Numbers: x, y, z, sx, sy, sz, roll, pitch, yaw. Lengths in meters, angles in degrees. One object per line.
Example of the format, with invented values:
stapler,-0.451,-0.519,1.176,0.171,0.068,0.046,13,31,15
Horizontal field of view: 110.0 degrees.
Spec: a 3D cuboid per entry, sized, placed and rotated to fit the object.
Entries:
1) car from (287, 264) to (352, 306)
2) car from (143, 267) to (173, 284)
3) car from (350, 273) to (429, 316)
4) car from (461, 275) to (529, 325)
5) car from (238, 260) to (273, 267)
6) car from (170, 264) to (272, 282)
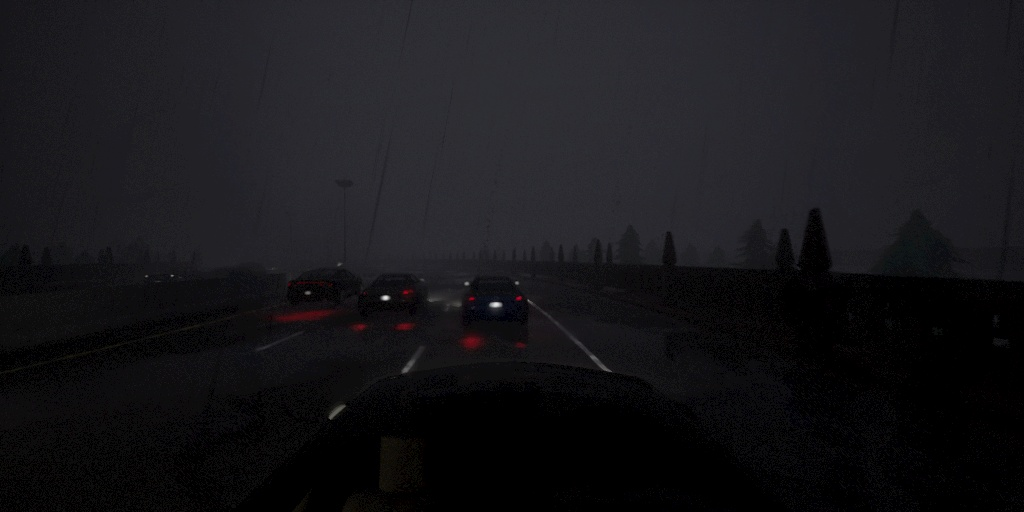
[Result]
car,-8.204,1.275,16.223,1.882,1.535,5.008,0,0,-8
car,-25.166,1.470,26.971,1.895,1.301,4.718,0,0,-18
car,-4.363,1.345,13.702,1.994,1.385,4.181,0,0,-7
car,-0.648,1.330,11.959,1.994,1.385,4.181,0,0,-6
car,-23.046,1.373,31.520,1.837,1.490,4.892,0,0,-20
car,-16.202,1.377,20.426,2.033,1.411,5.357,0,0,-12
